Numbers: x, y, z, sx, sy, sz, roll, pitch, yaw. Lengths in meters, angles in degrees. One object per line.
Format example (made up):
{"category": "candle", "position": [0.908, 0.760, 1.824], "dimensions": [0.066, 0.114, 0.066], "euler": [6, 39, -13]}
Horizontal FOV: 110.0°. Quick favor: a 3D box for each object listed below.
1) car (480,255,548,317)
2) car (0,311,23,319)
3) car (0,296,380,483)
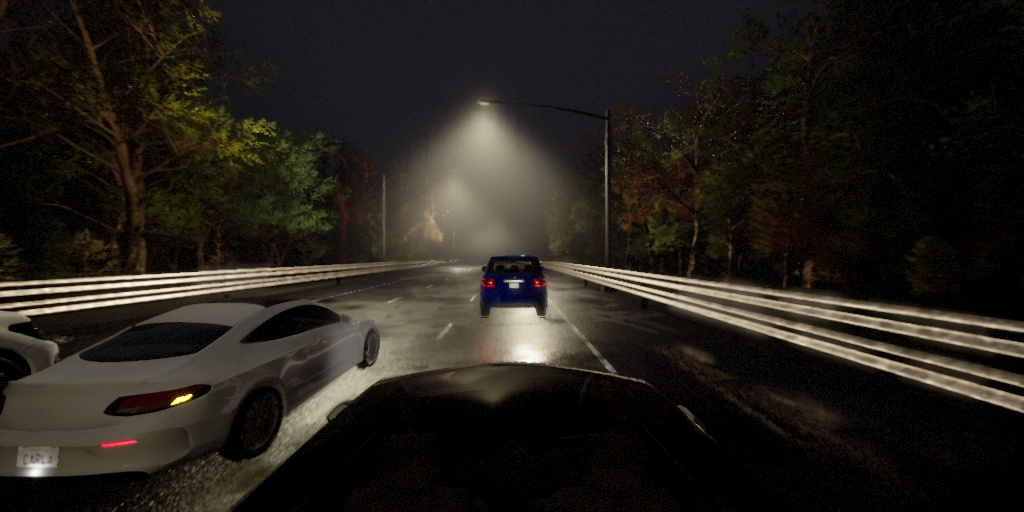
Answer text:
{"category": "car", "position": [0.043, 0.969, 13.295], "dimensions": [2.150, 2.045, 5.566], "euler": [0, 0, 0]}
{"category": "car", "position": [-6.916, 0.974, 2.153], "dimensions": [2.150, 2.045, 5.566], "euler": [0, 0, 0]}
{"category": "car", "position": [-3.401, 1.276, 4.879], "dimensions": [1.812, 1.442, 4.674], "euler": [0, 0, 0]}
